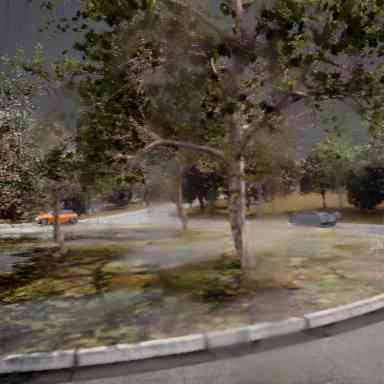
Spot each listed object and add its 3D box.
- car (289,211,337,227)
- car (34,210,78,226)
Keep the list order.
[{"bbox_3d":[10.759,2.378,29.829,1.994,1.385,4.181,0,-2,-31],"label":"car"},{"bbox_3d":[-15.451,2.852,37.889,4.553,1.767,2.097,0,-2,-32],"label":"car"}]
